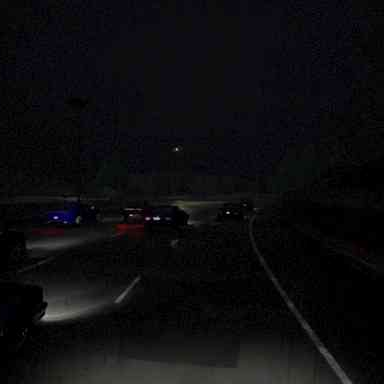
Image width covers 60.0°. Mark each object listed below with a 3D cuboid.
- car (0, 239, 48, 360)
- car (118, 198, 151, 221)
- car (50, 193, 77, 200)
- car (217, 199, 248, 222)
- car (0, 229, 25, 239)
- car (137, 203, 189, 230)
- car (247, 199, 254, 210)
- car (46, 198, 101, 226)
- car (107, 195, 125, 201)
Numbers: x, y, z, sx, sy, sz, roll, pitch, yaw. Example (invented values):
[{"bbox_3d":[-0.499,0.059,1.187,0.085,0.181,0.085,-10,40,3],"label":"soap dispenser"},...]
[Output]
[{"bbox_3d":[-3.306,1.541,2.904,2.033,1.411,5.357,0,0,2],"label":"car"},{"bbox_3d":[-3.966,1.493,26.702,2.128,1.511,4.902,0,0,11],"label":"car"},{"bbox_3d":[-19.799,1.201,51.972,2.150,2.045,5.566,0,0,14],"label":"car"},{"bbox_3d":[3.117,1.564,26.494,2.033,1.411,5.357,0,0,12],"label":"car"},{"bbox_3d":[-6.442,1.481,8.927,2.128,1.511,4.902,0,0,4],"label":"car"},{"bbox_3d":[-1.499,1.552,21.149,2.033,1.411,5.357,0,0,10],"label":"car"},{"bbox_3d":[6.865,1.595,42.538,1.994,1.385,4.181,0,0,13],"label":"car"},{"bbox_3d":[-8.158,1.469,23.394,1.882,1.535,5.008,0,0,10],"label":"car"},{"bbox_3d":[-13.909,1.374,61.431,2.097,1.767,4.553,0,0,13],"label":"car"}]
